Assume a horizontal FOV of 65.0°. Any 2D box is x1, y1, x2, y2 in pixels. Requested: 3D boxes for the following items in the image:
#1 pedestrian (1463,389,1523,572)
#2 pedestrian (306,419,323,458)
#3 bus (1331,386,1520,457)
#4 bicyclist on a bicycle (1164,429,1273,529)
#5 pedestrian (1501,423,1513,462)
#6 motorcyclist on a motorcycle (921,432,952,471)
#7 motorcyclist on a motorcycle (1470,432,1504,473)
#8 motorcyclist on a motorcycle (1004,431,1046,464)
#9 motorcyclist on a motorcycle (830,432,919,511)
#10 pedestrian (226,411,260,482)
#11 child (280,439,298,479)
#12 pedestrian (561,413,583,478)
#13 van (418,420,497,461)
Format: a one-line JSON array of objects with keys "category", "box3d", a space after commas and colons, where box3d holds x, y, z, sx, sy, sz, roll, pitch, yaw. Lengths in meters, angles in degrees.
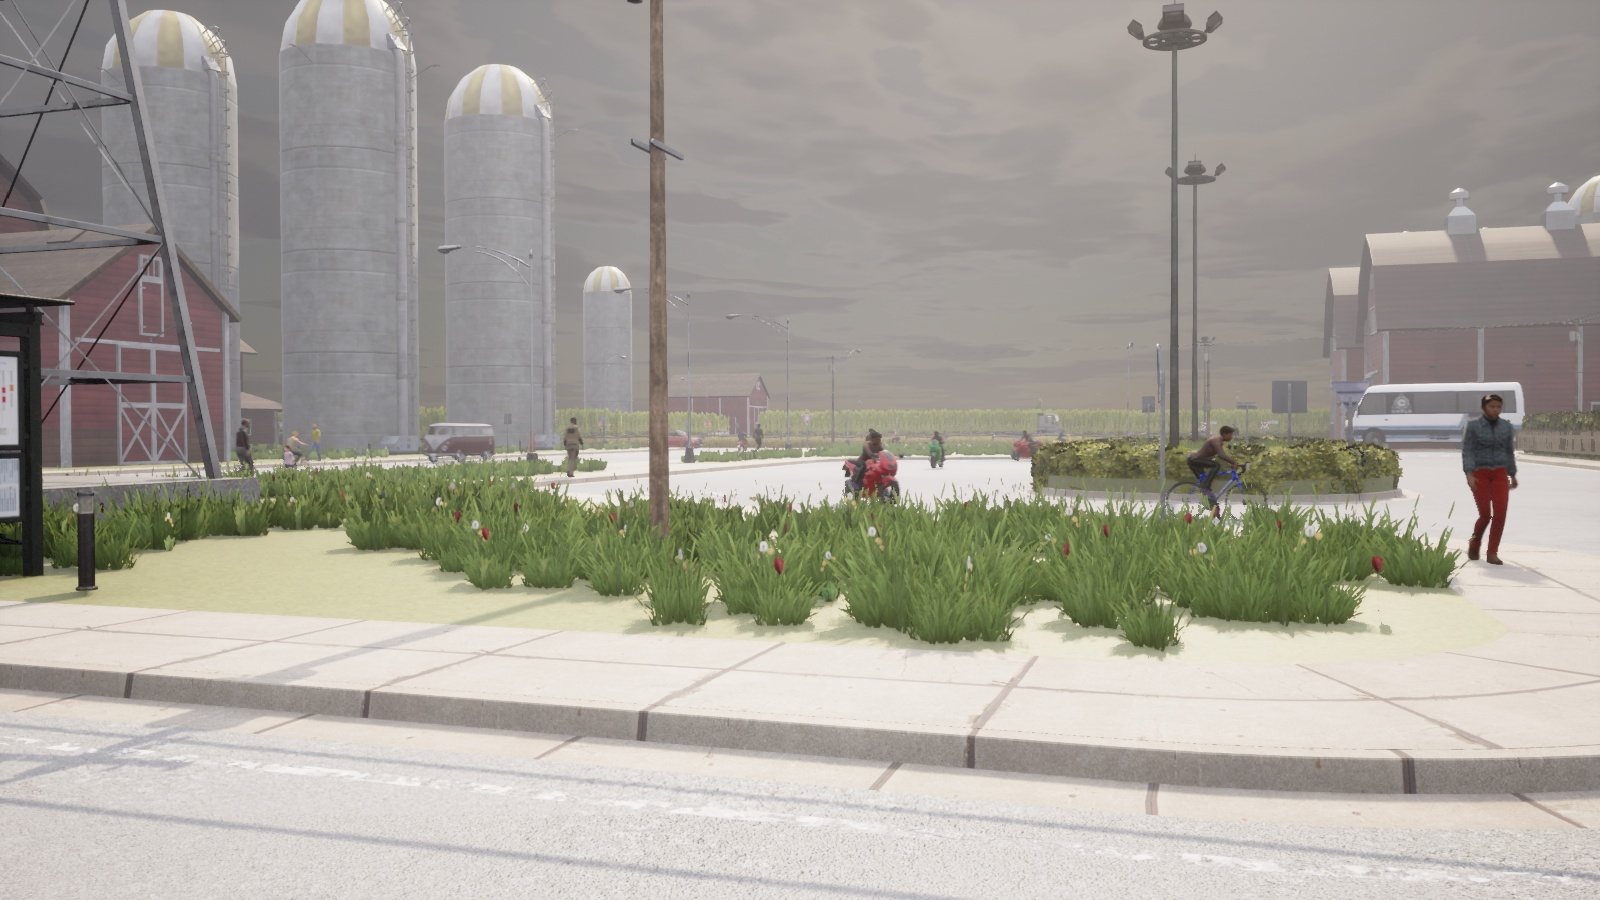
[{"category": "pedestrian", "box3d": [7.164, 0.301, 12.998, 0.353, 1.847, 0.614, 0, 1, 11]}, {"category": "pedestrian", "box3d": [-22.873, -0.551, 59.173, 0.354, 1.836, 0.706, 1, 1, 27]}, {"category": "bus", "box3d": [39.408, -1.759, 79.625, 10.273, 4.253, 3.944, 0, -1, 17]}, {"category": "bicyclist on a bicycle", "box3d": [7.053, 0.467, 21.190, 1.656, 1.620, 0.582, 1, 1, 25]}, {"category": "pedestrian", "box3d": [34.207, -0.363, 60.771, 0.353, 1.847, 0.614, 1, 1, 18]}, {"category": "motorcyclist on a motorcycle", "box3d": [5.404, 0.033, 49.691, 0.797, 1.523, 2.044, 1, 1, 18]}, {"category": "motorcyclist on a motorcycle", "box3d": [27.614, 0.075, 50.473, 0.866, 1.590, 1.817, 1, 1, 18]}, {"category": "motorcyclist on a motorcycle", "box3d": [10.970, -0.129, 61.126, 2.044, 1.523, 0.797, 0, 2, -35]}, {"category": "motorcyclist on a motorcycle", "box3d": [1.475, 0.410, 25.250, 0.797, 1.523, 2.044, 1, 0, -29]}, {"category": "pedestrian", "box3d": [-14.666, -0.102, 33.056, 0.376, 1.854, 0.720, 1, 1, 41]}, {"category": "child", "box3d": [-14.236, 0.248, 34.990, 0.255, 1.110, 0.394, 1, 1, 24]}, {"category": "pedestrian", "box3d": [-6.844, -0.148, 37.715, 0.396, 1.930, 0.692, 0, 1, 12]}, {"category": "van", "box3d": [-17.342, -0.507, 63.793, 1.775, 1.987, 4.442, 1, 1, 18]}]
